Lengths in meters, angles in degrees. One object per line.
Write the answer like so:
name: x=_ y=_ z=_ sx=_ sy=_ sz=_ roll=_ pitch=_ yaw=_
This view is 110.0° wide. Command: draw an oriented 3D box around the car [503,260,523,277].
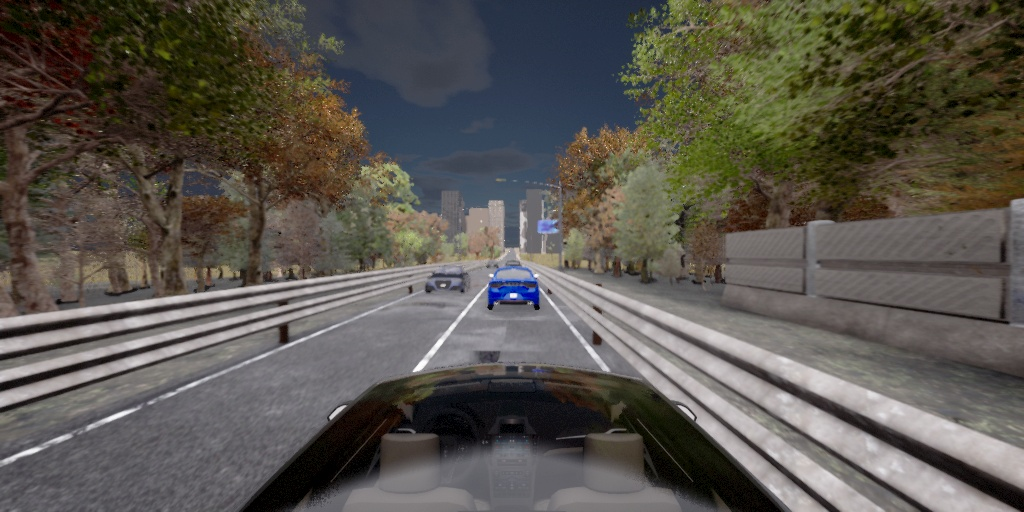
car: x=0.101 y=1.195 z=35.114 sx=1.837 sy=1.490 sz=4.892 roll=0 pitch=0 yaw=0

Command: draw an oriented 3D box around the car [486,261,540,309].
car: x=0.067 y=1.152 z=14.550 sx=1.882 sy=1.535 sz=5.008 roll=0 pitch=1 yaw=0

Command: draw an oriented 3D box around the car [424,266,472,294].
car: x=-3.341 y=1.226 z=19.387 sx=1.994 sy=1.385 sz=4.181 roll=0 pitch=0 yaw=0

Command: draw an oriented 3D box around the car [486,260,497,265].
car: x=-3.281 y=1.356 z=60.542 sx=1.837 sy=1.490 sz=4.892 roll=0 pitch=0 yaw=1
